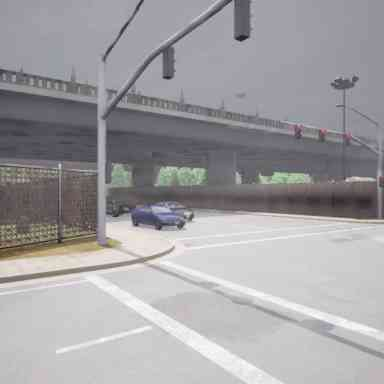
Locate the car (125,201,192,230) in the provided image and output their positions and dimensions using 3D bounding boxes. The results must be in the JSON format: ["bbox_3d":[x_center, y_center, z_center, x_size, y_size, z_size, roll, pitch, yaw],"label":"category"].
[{"bbox_3d":[-2.330,1.581,21.677,1.812,1.442,4.674,0,0,-38],"label":"car"}]

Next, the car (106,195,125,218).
[{"bbox_3d":[-8.469,1.273,30.234,2.150,2.045,5.566,0,0,-36],"label":"car"}]

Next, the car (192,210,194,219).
[{"bbox_3d":[-1.729,1.547,26.817,2.128,1.511,4.902,0,0,-36],"label":"car"}]
